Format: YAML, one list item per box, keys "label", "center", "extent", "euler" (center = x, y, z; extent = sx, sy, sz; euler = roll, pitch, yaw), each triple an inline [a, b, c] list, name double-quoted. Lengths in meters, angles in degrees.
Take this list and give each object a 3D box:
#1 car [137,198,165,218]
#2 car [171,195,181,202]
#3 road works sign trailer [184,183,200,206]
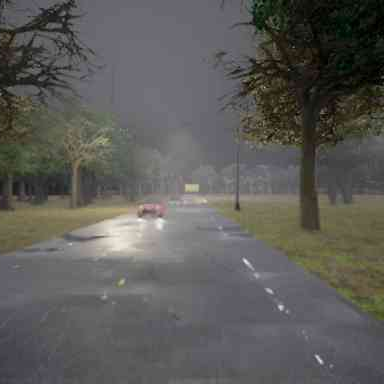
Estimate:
- label: "car"
  center: [-3.583, 1.349, 29.980]
  extent: [2.097, 1.767, 4.553]
  euler: [0, 0, 0]
- label: "car"
  center: [-3.470, 1.335, 70.944]
  extent: [1.994, 1.385, 4.181]
  euler: [0, 0, 0]
- label: "road works sign trailer"
  center: [0.022, 0.394, 52.370]
  extent: [2.380, 3.560, 2.880]
  euler: [0, 0, 0]
